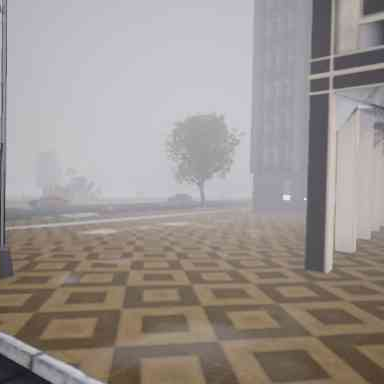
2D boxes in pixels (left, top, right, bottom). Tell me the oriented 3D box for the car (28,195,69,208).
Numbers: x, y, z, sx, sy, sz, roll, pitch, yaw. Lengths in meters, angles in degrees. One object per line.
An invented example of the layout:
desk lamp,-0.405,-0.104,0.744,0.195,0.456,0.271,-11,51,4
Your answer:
car,-15.943,1.041,37.126,1.994,1.385,4.181,2,1,37

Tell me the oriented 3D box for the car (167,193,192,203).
car,-2.052,0.941,55.169,1.882,1.535,5.008,2,1,38
